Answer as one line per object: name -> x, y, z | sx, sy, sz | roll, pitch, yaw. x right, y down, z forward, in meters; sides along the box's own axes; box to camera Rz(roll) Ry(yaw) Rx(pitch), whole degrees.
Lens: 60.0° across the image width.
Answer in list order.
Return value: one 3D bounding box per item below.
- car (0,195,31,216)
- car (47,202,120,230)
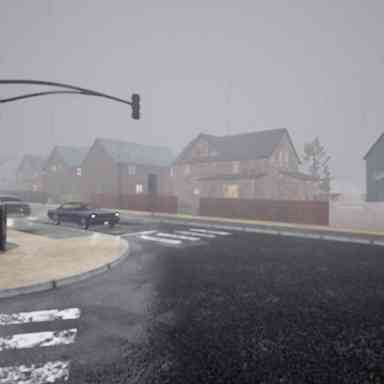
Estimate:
car -> -13.911, 1.020, 25.064 | 4.892, 1.490, 1.837 | 1, 0, 40
car -> -6.075, 1.262, 18.521 | 4.718, 1.301, 1.895 | 1, 1, 40
